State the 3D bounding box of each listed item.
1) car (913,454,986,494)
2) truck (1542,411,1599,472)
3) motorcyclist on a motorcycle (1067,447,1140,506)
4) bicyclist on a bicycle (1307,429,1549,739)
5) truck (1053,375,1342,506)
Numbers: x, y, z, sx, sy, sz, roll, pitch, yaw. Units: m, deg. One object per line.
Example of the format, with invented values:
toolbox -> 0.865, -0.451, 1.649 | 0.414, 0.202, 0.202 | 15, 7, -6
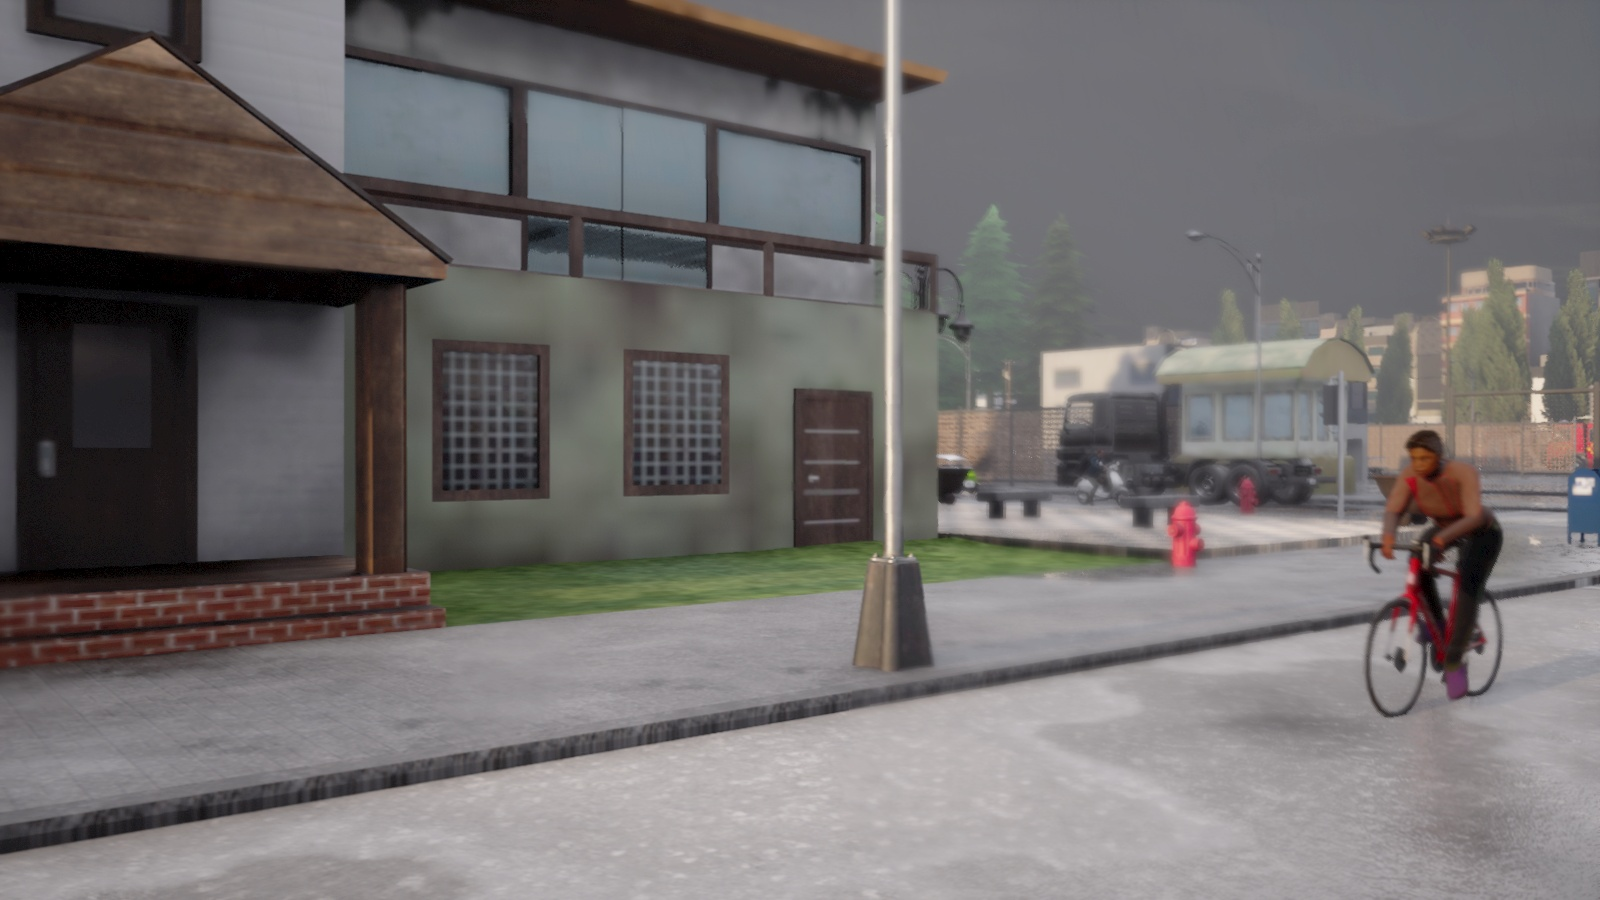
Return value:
car -> 5.349, 0.832, 45.001 | 1.481, 1.376, 2.207 | 0, 0, -38
truck -> 51.870, -0.521, 79.028 | 2.891, 3.827, 8.468 | 0, 0, -39
motorcyclist on a motorcycle -> 8.390, 0.707, 34.800 | 0.866, 1.590, 1.817 | 0, 0, -39
bicyclist on a bicycle -> 3.674, 0.693, 7.295 | 1.656, 1.620, 0.582 | -1, 0, -37
truck -> 11.539, -0.236, 37.248 | 2.891, 3.462, 7.936 | 0, 0, -38
